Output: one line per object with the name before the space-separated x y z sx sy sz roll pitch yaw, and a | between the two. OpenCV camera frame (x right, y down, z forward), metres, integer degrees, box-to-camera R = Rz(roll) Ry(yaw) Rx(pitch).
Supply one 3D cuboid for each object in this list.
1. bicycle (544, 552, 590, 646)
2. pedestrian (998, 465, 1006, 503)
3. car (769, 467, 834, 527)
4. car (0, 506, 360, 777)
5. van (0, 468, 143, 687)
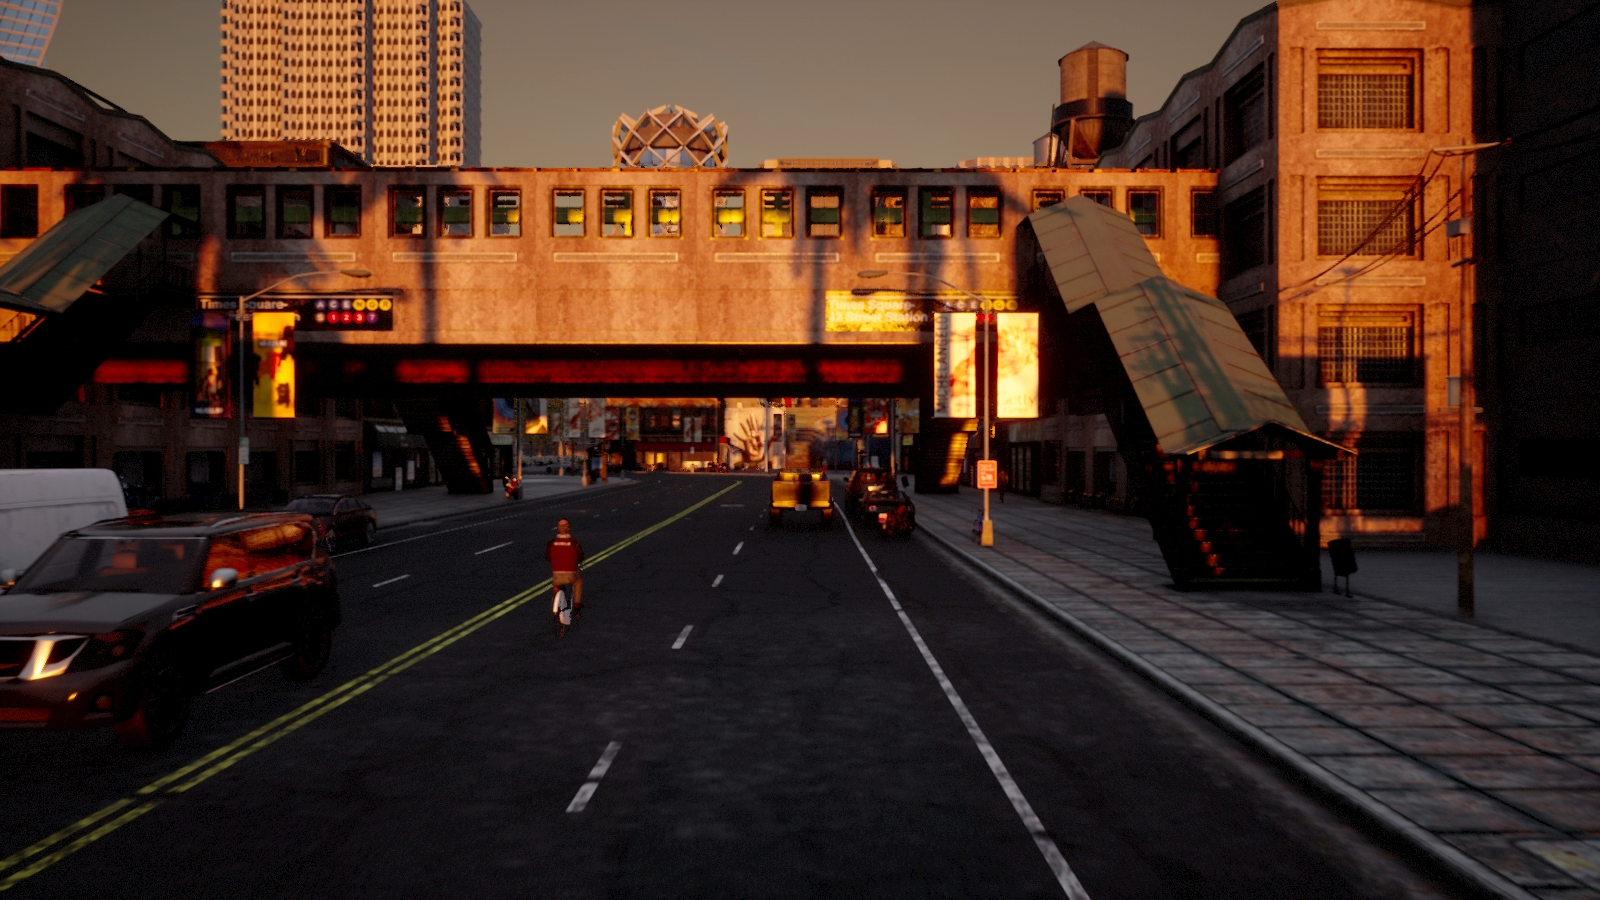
bicycle | -3.501 2.210 17.268 0.329 1.171 1.835 0 0 0
pedestrian | 10.081 1.696 57.115 0.375 1.860 0.375 0 0 7
car | 0.070 1.753 44.908 2.390 2.098 6.274 0 0 0
car | -7.001 1.779 12.586 2.150 2.045 5.566 0 0 0
van | -10.502 1.534 13.588 1.988 2.561 5.915 0 0 0
